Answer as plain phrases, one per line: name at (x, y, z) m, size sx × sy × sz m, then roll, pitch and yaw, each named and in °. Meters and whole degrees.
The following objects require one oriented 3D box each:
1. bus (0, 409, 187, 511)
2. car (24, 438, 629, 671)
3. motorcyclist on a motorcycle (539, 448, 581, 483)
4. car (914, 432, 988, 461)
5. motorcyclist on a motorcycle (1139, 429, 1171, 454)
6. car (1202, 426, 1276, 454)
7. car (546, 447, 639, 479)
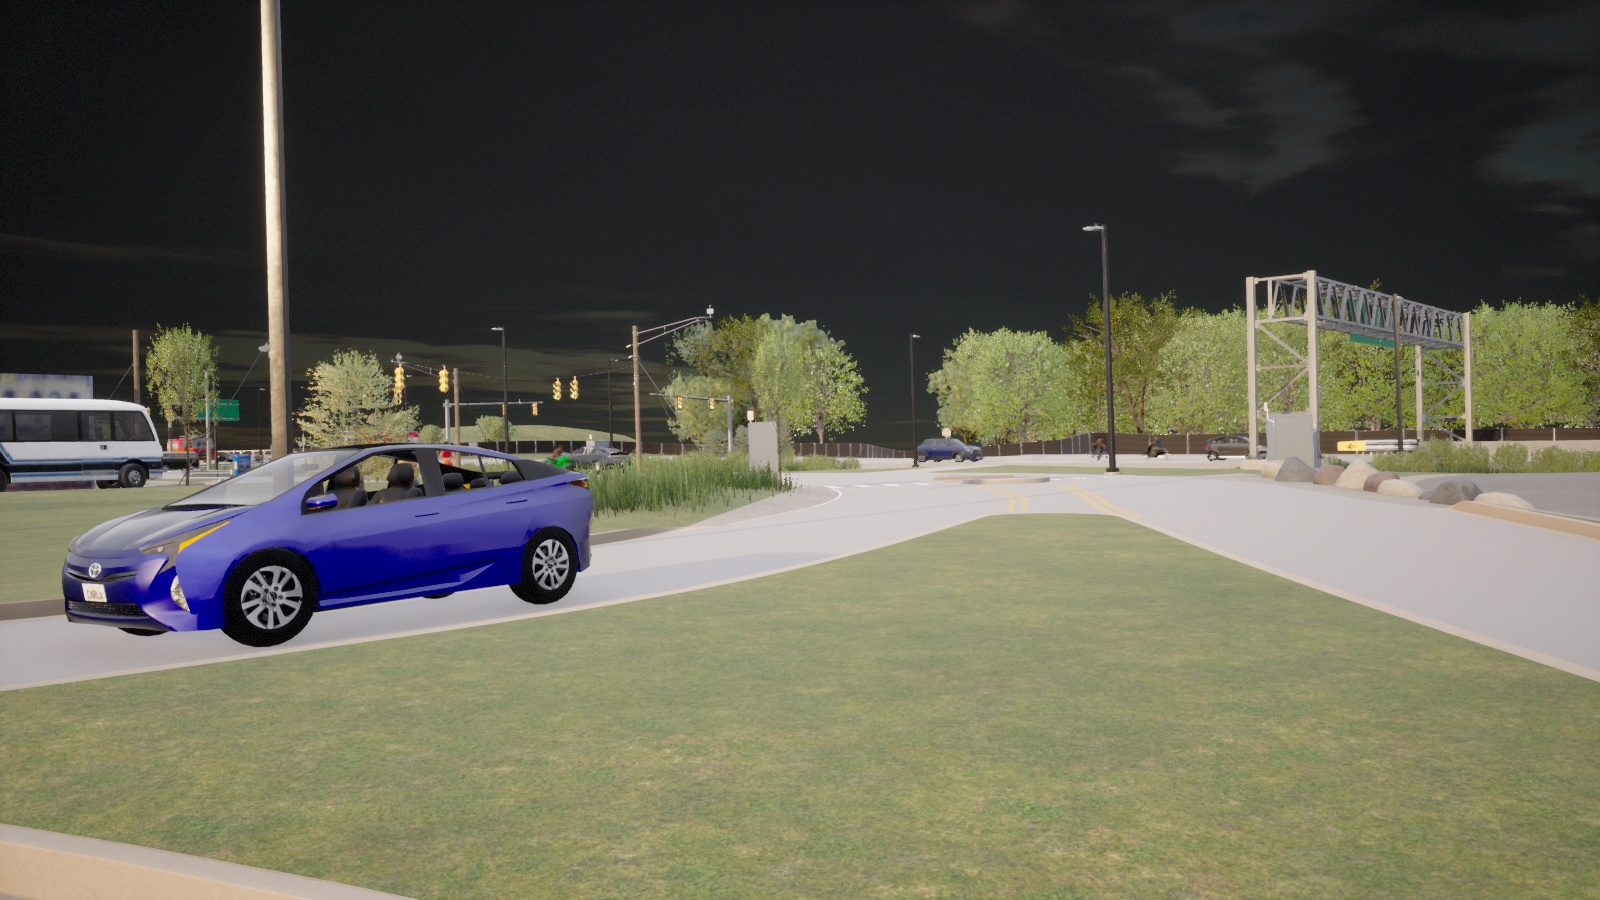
bus at (-33.483, 0.456, 55.898) m, size 3.944 × 4.253 × 10.273 m, roll -4°, pitch -1°, yaw 41°
car at (-3.811, 0.737, 10.917) m, size 2.007 × 1.525 × 4.514 m, roll -3°, pitch -1°, yaw 35°
motorcyclist on a motorcycle at (-10.864, 0.720, 56.818) m, size 2.044 × 1.523 × 0.797 m, roll -2°, pitch 0°, yaw 44°
car at (10.167, -0.217, 84.700) m, size 4.553 × 1.767 × 2.097 m, roll -2°, pitch 0°, yaw 41°
motorcyclist on a motorcycle at (23.330, -0.534, 82.500) m, size 1.817 × 1.590 × 0.866 m, roll -2°, pitch 0°, yaw 41°
car at (26.296, -0.578, 75.267) m, size 3.705 × 1.549 × 1.789 m, roll -2°, pitch 0°, yaw 41°
car at (-10.973, 0.716, 66.253) m, size 4.902 × 1.511 × 2.128 m, roll -2°, pitch 0°, yaw 41°
